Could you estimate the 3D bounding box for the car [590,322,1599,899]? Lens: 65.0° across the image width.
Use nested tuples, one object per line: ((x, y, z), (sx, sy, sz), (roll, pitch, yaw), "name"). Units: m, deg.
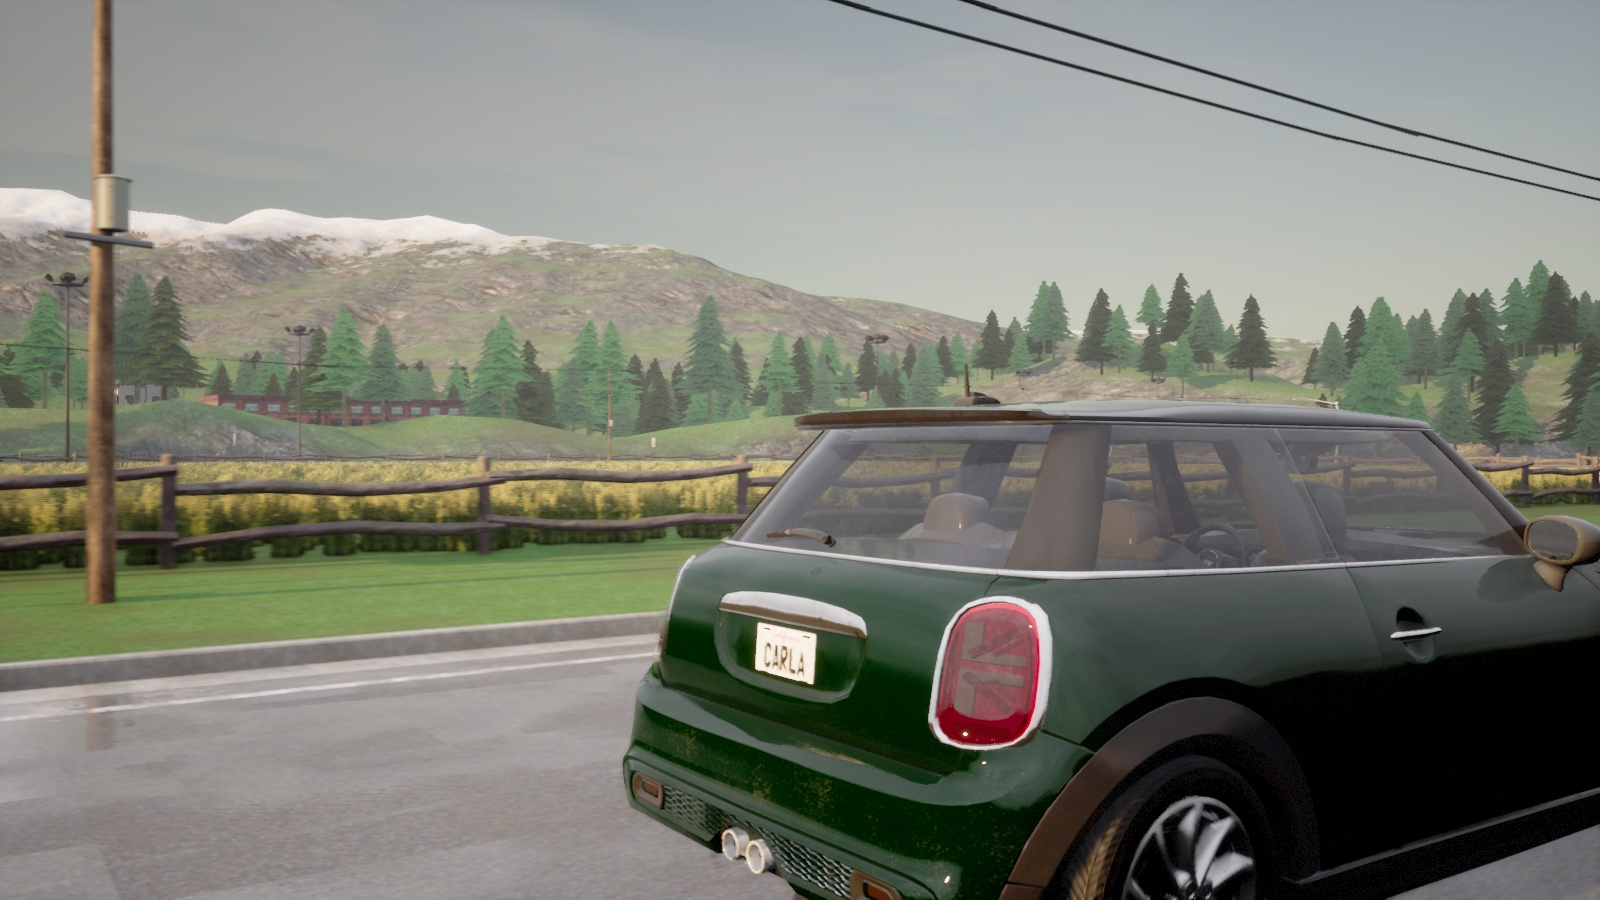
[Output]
((1.730, 0.612, 4.863), (4.553, 1.767, 2.097), (0, 0, -35), "car")
